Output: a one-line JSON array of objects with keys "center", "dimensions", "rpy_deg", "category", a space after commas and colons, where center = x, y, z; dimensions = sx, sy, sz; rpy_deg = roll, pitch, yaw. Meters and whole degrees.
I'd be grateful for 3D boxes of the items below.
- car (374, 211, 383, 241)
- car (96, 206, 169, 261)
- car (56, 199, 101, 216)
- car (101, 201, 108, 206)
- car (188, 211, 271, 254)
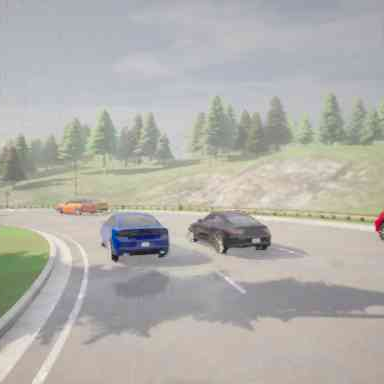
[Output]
[{"center": [9.296, 1.011, 11.773], "dimensions": [2.150, 2.045, 5.566], "rpy_deg": [0, 0, -17], "category": "car"}, {"center": [-2.349, 1.494, 12.658], "dimensions": [1.882, 1.535, 5.008], "rpy_deg": [0, 0, -21], "category": "car"}, {"center": [-12.312, 1.511, 35.277], "dimensions": [4.553, 1.767, 2.097], "rpy_deg": [-1, 1, 32], "category": "car"}, {"center": [-12.165, 1.624, 39.353], "dimensions": [5.008, 1.535, 1.882], "rpy_deg": [-1, -1, 30], "category": "car"}, {"center": [1.334, 1.468, 13.256], "dimensions": [1.812, 1.442, 4.674], "rpy_deg": [0, 0, -21], "category": "car"}]
